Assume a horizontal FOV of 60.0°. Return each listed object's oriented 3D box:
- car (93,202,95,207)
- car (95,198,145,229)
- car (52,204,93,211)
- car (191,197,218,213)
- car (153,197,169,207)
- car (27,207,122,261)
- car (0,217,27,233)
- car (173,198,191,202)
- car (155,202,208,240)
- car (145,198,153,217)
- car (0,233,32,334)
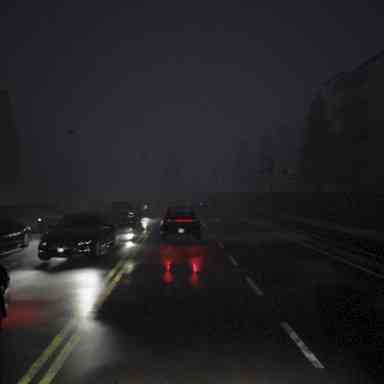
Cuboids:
[{"bbox_3d":[-8.505,1.603,30.864,1.994,1.385,4.181,0,0,-5],"label":"car"},{"bbox_3d":[-4.515,1.368,21.626,2.097,1.767,4.553,0,0,-3],"label":"car"},{"bbox_3d":[-7.973,1.645,20.952,1.895,1.301,4.718,0,0,-3],"label":"car"},{"bbox_3d":[1.482,1.305,36.679,2.097,1.767,4.553,0,0,-8],"label":"car"},{"bbox_3d":[-4.580,1.498,46.184,1.837,1.490,4.892,0,0,-20],"label":"car"},{"bbox_3d":[-4.103,1.526,12.572,1.837,1.490,4.892,0,0,-2],"label":"car"},{"bbox_3d":[-7.584,1.613,12.115,1.994,1.385,4.181,0,0,-2],"label":"car"},{"bbox_3d":[-1.374,1.531,47.832,1.994,1.385,4.181,0,0,-22],"label":"car"},{"bbox_3d":[-0.586,1.480,17.002,2.128,1.511,4.902,0,0,-2],"label":"car"},{"bbox_3d":[-5.044,1.363,31.317,2.097,1.767,4.553,0,0,-4],"label":"car"},{"bbox_3d":[-3.652,1.518,3.301,2.128,1.511,4.902,0,0,-4],"label":"car"}]
